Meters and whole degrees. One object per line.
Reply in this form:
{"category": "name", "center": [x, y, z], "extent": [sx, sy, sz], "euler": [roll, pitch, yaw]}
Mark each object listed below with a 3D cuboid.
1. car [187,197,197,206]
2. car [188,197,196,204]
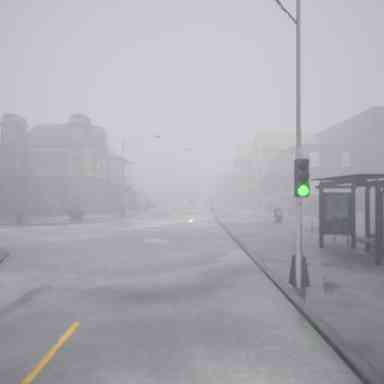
{"category": "car", "center": [0.046, 1.955, 66.112], "extent": [2.033, 1.411, 5.357], "euler": [0, 0, 0]}
{"category": "car", "center": [-0.067, 1.973, 76.867], "extent": [1.837, 1.490, 4.892], "euler": [0, 0, 0]}
